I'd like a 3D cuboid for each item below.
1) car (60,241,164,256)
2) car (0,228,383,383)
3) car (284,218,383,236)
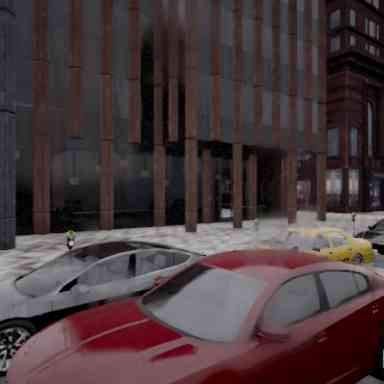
[{"bbox_3d":[-1.513,1.567,5.571,4.313,1.339,1.947,0,0,-36],"label":"car"},{"bbox_3d":[0.676,1.479,3.860,5.008,1.535,1.882,0,0,-36],"label":"car"},{"bbox_3d":[2.937,1.529,8.747,4.829,1.417,1.752,0,0,-36],"label":"car"}]
